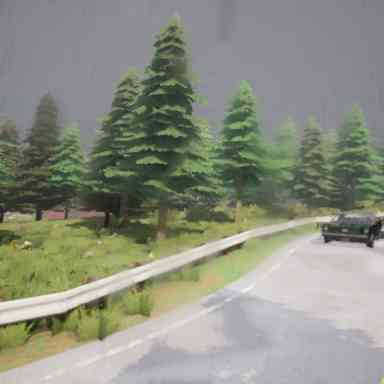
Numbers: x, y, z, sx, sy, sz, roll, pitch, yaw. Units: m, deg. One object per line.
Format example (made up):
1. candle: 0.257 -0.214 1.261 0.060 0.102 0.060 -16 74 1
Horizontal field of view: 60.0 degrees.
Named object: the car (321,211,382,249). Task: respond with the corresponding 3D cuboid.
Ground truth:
1. car: 7.204 1.569 14.805 1.895 1.301 4.718 1 0 34
